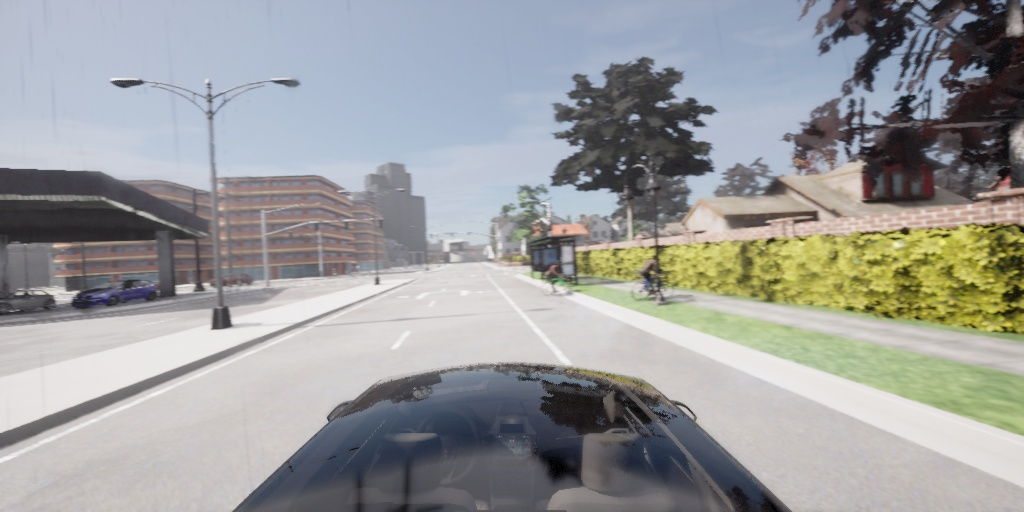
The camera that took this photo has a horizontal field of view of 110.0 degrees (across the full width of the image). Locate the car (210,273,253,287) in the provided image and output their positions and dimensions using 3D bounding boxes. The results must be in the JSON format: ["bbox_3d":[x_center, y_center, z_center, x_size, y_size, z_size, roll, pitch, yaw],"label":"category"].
[{"bbox_3d":[-37.536,3.178,47.967,4.553,1.767,2.097,-3,0,-7],"label":"car"}]

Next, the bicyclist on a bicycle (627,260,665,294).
[{"bbox_3d":[6.472,0.998,17.490,1.656,0.582,1.620,39,13,13],"label":"bicyclist on a bicycle"}]

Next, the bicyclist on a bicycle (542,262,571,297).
[{"bbox_3d":[2.027,1.093,16.678,1.656,1.620,0.582,-3,0,40],"label":"bicyclist on a bicycle"}]

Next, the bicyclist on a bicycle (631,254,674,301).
[{"bbox_3d":[5.011,0.775,12.811,1.656,1.620,0.582,-3,0,-9],"label":"bicyclist on a bicycle"}]
